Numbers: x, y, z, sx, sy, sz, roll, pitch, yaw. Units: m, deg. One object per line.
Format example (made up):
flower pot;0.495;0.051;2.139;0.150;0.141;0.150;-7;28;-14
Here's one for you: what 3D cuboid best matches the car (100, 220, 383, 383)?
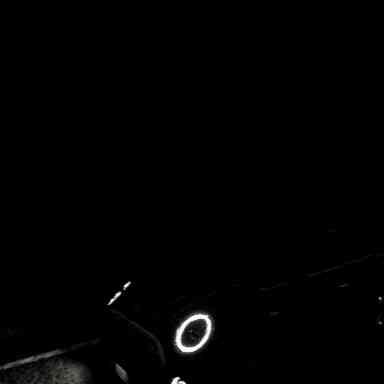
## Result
car;1.014;1.326;4.947;4.553;1.767;2.097;-1;0;-38
